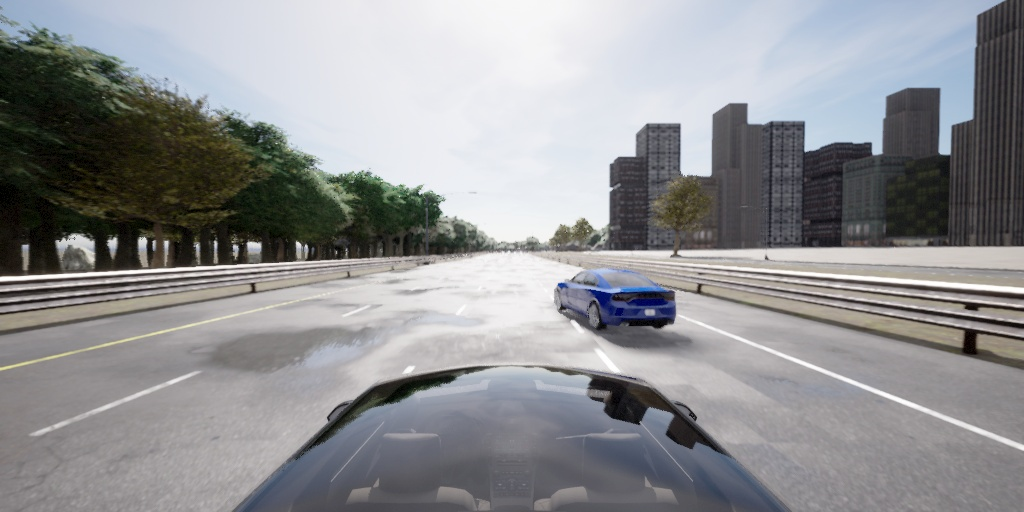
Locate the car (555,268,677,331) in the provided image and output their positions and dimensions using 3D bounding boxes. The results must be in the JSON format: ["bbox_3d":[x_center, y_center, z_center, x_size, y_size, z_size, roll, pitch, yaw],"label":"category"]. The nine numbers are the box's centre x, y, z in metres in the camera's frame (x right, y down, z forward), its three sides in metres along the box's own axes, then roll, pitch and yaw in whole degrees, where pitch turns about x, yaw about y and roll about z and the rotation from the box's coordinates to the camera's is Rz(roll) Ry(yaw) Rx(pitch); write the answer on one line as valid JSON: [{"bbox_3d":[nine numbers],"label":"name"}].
[{"bbox_3d":[2.750,1.105,10.705,1.882,1.535,5.008,0,1,-10],"label":"car"}]
